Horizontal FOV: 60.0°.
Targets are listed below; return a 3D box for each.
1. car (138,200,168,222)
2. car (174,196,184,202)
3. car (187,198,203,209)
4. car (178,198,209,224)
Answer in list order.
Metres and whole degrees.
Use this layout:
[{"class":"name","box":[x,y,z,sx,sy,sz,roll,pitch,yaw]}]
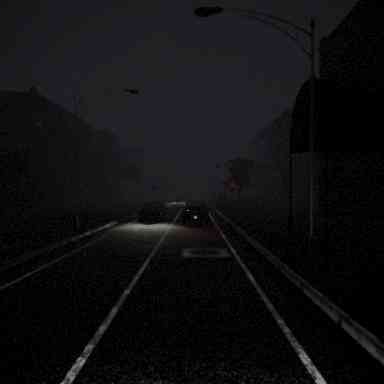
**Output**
[{"class":"car","box":[-2.946,1.445,25.948,1.882,1.535,5.008,0,0,0]},{"class":"car","box":[-2.609,1.374,66.967,1.895,1.301,4.718,0,0,1]},{"class":"car","box":[0.342,1.471,42.336,1.895,1.301,4.718,-1,-1,0]},{"class":"car","box":[0.243,1.462,24.498,2.128,1.511,4.902,0,0,0]}]
